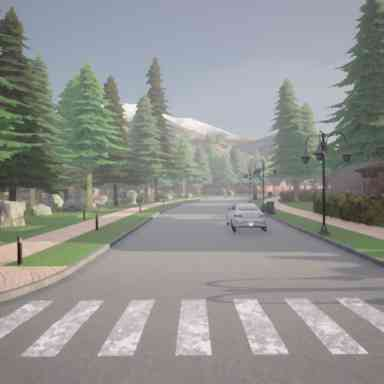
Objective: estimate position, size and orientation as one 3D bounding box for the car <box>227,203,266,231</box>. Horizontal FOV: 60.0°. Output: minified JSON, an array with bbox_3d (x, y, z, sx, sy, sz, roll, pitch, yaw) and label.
[{"bbox_3d":[3.049,1.364,19.105,1.812,1.442,4.674,0,1,1],"label":"car"}]
